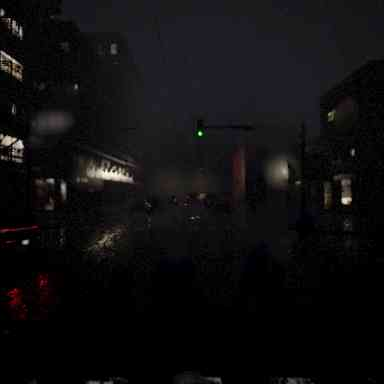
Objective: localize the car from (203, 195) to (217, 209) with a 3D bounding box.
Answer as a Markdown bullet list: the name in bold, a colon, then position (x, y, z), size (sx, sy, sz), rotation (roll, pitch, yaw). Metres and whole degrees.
- **car**: position (2.702, 1.406, 42.122), size (1.802, 1.307, 4.206), rotation (0, 0, 0)

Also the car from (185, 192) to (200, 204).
- **car**: position (0.014, 0.989, 58.296), size (2.150, 2.045, 5.566), rotation (0, 0, 0)

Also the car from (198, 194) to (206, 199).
- **car**: position (2.713, 1.222, 91.975), size (2.008, 1.369, 4.403), rotation (0, 0, 0)

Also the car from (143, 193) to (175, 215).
- **car**: position (-3.088, 1.215, 32.058), size (2.097, 1.767, 4.553), rotation (0, 0, 0)

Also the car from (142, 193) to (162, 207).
- **car**: position (-5.676, 1.119, 47.662), size (2.192, 1.841, 5.009), rotation (0, 0, 0)

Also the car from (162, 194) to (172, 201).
- **car**: position (-5.671, 1.260, 75.359), size (1.887, 1.381, 4.507), rotation (0, 0, 0)

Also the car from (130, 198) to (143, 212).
- **car**: position (-5.680, 1.371, 36.414), size (1.752, 1.417, 4.829), rotation (0, 0, 0)

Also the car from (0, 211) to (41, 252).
- **car**: position (-7.654, 1.421, 11.903), size (4.902, 1.511, 2.128), rotation (0, 0, 25)

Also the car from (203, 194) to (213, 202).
- **car**: position (3.161, 1.246, 66.845), size (1.837, 1.490, 4.892), rotation (0, 0, 0)

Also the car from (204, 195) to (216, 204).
- **car**: position (3.162, 1.288, 59.844), size (1.812, 1.442, 4.674), rotation (0, 0, 0)

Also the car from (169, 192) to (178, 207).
- **car**: position (-3.071, 1.154, 47.944), size (2.097, 1.767, 4.553), rotation (0, 0, 0)

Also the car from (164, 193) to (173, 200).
- **car**: position (-5.669, 1.140, 80.897), size (1.967, 1.590, 4.097), rotation (0, 0, 0)

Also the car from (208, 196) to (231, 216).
- **car**: position (2.700, 1.392, 31.214), size (1.752, 1.417, 4.829), rotation (0, 0, 0)

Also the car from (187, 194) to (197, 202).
- **car**: position (0.016, 1.252, 67.853), size (1.812, 1.442, 4.674), rotation (0, 0, 0)

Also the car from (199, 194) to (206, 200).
- **car**: position (2.712, 1.210, 86.606), size (1.752, 1.417, 4.829), rotation (0, 0, 0)

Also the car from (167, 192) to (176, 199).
- **car**: position (-5.667, 0.986, 91.976), size (2.192, 1.841, 5.009), rotation (0, 0, 0)

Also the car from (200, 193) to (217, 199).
- **car**: position (2.704, 1.119, 47.660), size (2.192, 1.841, 5.009), rotation (0, 0, 0)
